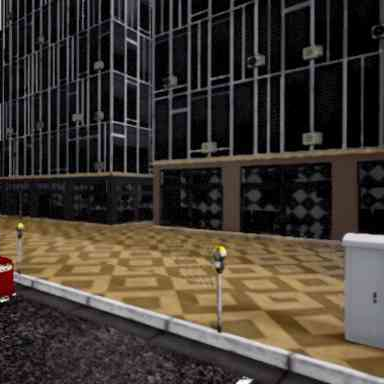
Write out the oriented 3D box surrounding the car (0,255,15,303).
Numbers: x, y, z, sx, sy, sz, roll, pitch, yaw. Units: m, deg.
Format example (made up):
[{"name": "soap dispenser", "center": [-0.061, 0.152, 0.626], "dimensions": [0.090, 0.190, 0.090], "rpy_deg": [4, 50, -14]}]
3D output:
[{"name": "car", "center": [-5.327, 1.485, 6.672], "dimensions": [4.507, 1.381, 1.887], "rpy_deg": [1, 0, 35]}]
